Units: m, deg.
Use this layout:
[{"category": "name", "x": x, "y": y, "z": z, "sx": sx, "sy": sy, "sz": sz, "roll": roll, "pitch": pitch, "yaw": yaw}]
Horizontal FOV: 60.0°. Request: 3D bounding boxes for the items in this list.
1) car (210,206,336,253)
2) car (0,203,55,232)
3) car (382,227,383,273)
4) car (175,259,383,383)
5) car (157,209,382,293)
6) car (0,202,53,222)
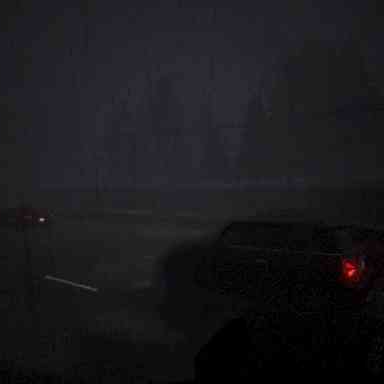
[{"category": "car", "x": 3.419, "y": 1.477, "z": 14.449, "sx": 4.902, "sy": 1.511, "sz": 2.128, "roll": 0, "pitch": 0, "yaw": 35}, {"category": "car", "x": -10.016, "y": 1.513, "z": 19.730, "sx": 4.181, "sy": 1.385, "sz": 1.994, "roll": 0, "pitch": 0, "yaw": 35}, {"category": "car", "x": 4.347, "y": 1.559, "z": 9.490, "sx": 4.181, "sy": 1.385, "sz": 1.994, "roll": 0, "pitch": 0, "yaw": 35}, {"category": "car", "x": 2.261, "y": 1.602, "z": 2.379, "sx": 4.718, "sy": 1.301, "sz": 1.895, "roll": 0, "pitch": 0, "yaw": 35}, {"category": "car", "x": 1.390, "y": 1.344, "z": 7.298, "sx": 4.553, "sy": 1.767, "sz": 2.097, "roll": 0, "pitch": 0, "yaw": 35}, {"category": "car", "x": -13.170, "y": 1.533, "z": 26.276, "sx": 4.718, "sy": 1.301, "sz": 1.895, "roll": 0, "pitch": 0, "yaw": 35}]
